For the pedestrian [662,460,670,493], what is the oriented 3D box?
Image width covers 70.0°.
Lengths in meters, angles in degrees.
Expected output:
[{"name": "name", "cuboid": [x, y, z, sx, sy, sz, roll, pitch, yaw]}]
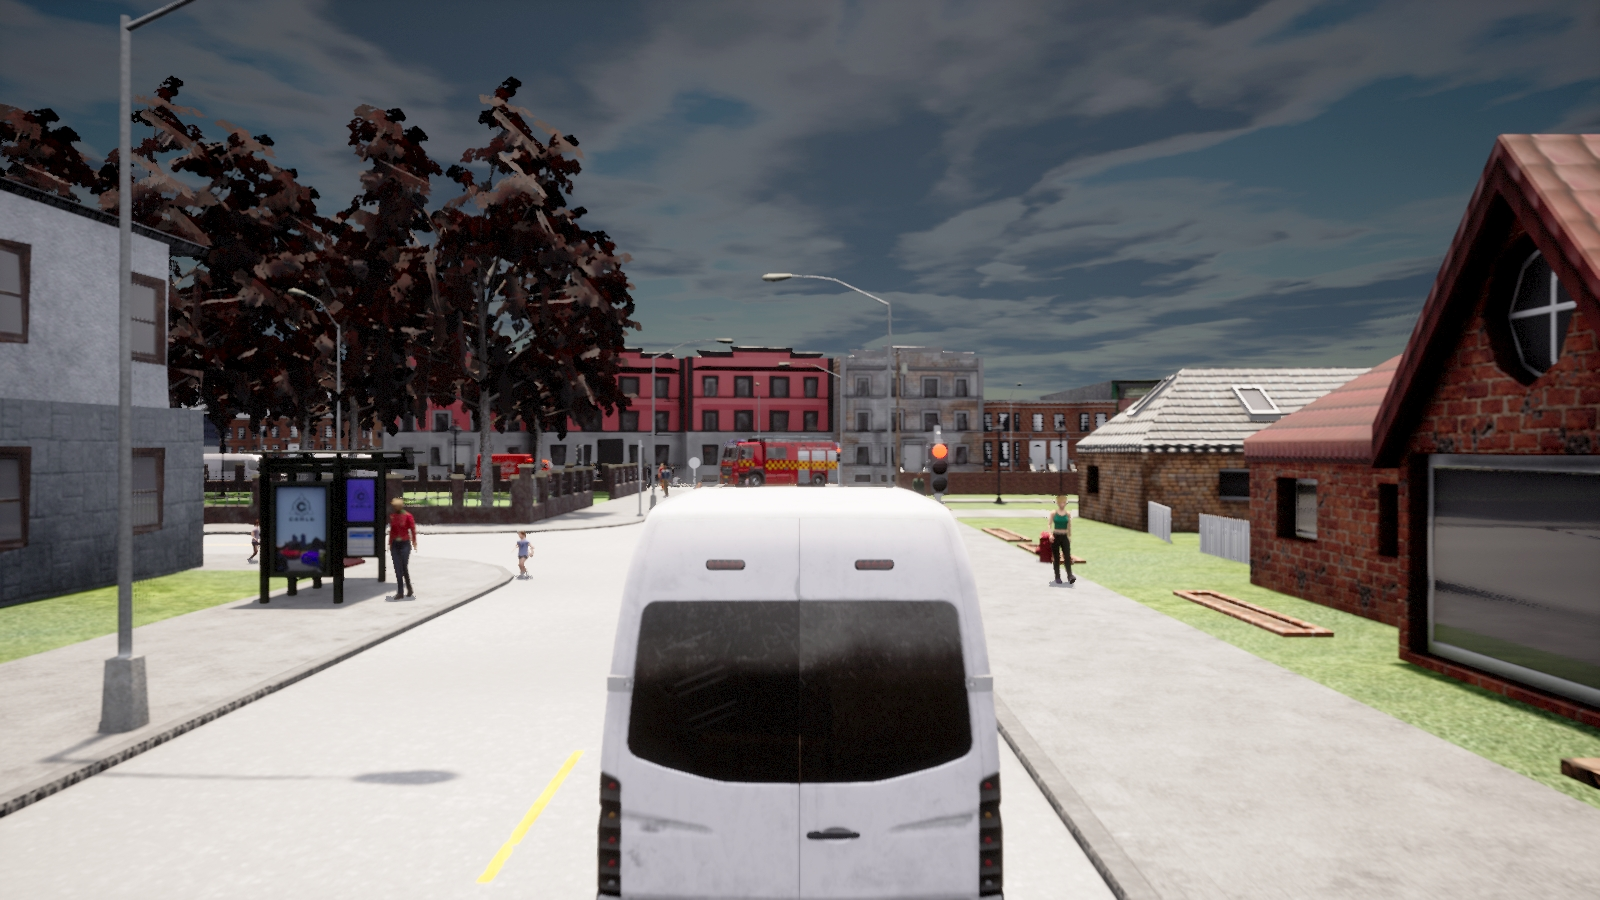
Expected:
[{"name": "pedestrian", "cuboid": [-7.617, 1.525, 64.920, 0.375, 1.860, 0.375, 0, 0, 3]}]

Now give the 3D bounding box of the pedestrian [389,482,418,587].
[{"name": "pedestrian", "cuboid": [-7.157, 1.517, 20.618, 0.375, 1.860, 0.375, 0, 0, 6]}]

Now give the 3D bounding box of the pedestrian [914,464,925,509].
[{"name": "pedestrian", "cuboid": [4.954, 1.523, 47.477, 0.375, 1.860, 0.375, 0, 0, -5]}]

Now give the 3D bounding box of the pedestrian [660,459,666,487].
[{"name": "pedestrian", "cuboid": [-9.049, 1.522, 75.343, 0.375, 1.860, 0.375, 0, 0, -3]}]

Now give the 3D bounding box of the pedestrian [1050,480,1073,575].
[{"name": "pedestrian", "cuboid": [5.197, 1.523, 22.708, 0.375, 1.860, 0.375, 0, 0, -2]}]

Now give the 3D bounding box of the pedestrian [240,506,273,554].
[{"name": "pedestrian", "cuboid": [-12.914, 1.896, 27.162, 0.500, 1.100, 0.500, 0, 0, 20]}]

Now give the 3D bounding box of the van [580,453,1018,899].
[{"name": "van", "cuboid": [-0.006, 1.314, 8.136, 1.988, 2.561, 5.915, 0, 0, 0]}]

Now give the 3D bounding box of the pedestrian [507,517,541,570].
[{"name": "pedestrian", "cuboid": [-5.968, 2.008, 24.700, 0.500, 1.100, 0.500, 0, 0, 26]}]

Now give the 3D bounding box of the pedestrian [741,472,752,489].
[{"name": "pedestrian", "cuboid": [-3.479, 2.008, 74.703, 0.500, 1.100, 0.500, 0, 0, 31]}]
